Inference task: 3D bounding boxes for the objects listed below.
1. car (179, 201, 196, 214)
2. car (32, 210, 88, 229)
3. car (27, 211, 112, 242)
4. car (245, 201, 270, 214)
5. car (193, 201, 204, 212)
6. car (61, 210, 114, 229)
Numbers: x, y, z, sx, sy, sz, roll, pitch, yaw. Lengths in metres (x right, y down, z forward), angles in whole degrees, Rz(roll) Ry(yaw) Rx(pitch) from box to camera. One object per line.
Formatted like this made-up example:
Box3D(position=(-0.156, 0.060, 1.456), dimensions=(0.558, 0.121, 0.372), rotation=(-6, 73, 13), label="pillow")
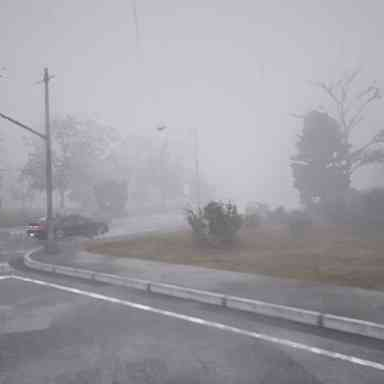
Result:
Box3D(position=(0.241, 2.362, 51.092), dimensions=(2.150, 2.045, 5.566), rotation=(-3, -2, 32), label="car")
Box3D(position=(-12.307, 2.562, 31.330), dimensions=(1.812, 1.442, 4.674), rotation=(-3, -2, 33), label="car")
Box3D(position=(-7.240, 2.053, 19.914), dimensions=(1.837, 1.490, 4.892), rotation=(-3, -2, 34), label="car")
Box3D(position=(8.837, 1.991, 44.908), dimensions=(2.097, 1.767, 4.553), rotation=(-3, -2, 32), label="car")
Box3D(position=(2.750, 2.461, 48.496), dimensions=(2.128, 1.511, 4.902), rotation=(-3, -2, 32), label="car")
Box3D(position=(-9.208, 2.437, 29.682), dimensions=(1.994, 1.385, 4.181), rotation=(-3, -2, 33), label="car")
